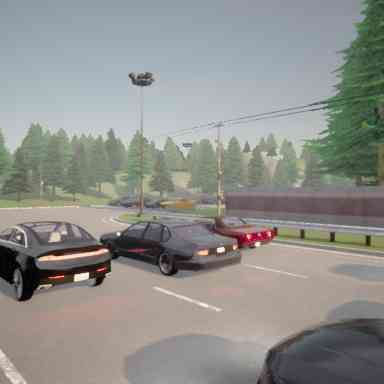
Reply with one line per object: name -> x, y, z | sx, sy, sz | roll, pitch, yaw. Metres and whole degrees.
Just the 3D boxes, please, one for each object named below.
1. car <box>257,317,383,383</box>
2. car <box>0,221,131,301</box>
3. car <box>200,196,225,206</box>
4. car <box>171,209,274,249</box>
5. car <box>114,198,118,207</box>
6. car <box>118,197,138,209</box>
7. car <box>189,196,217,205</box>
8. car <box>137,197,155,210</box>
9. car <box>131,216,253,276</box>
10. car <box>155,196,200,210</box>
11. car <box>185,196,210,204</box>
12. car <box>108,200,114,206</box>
car -> 2.595, 1.505, 1.678 | 1.837, 1.490, 4.892 | 0, 0, -43
car -> -3.862, 1.491, 8.448 | 2.128, 1.511, 4.902 | 0, 0, -43
car -> 3.762, 1.563, 56.111 | 4.181, 1.385, 1.994 | 0, 0, -43
car -> 0.868, 1.601, 13.647 | 1.895, 1.301, 4.718 | 0, 0, -43
car -> -8.536, 1.504, 49.528 | 4.892, 1.490, 1.837 | 0, 0, -43
car -> -7.220, 1.477, 45.977 | 5.008, 1.535, 1.882 | 0, 0, -43
car -> 2.079, 1.489, 59.315 | 4.902, 1.511, 2.128 | 0, 0, -43
car -> -4.111, 1.547, 44.084 | 5.357, 1.411, 2.033 | 0, 0, -43
car -> -0.961, 1.547, 10.460 | 2.033, 1.411, 5.357 | 0, 0, -43
car -> -1.720, 1.477, 41.528 | 5.008, 1.535, 1.882 | 0, 0, -43
car -> 1.119, 1.506, 63.170 | 4.892, 1.490, 1.837 | 1, -1, -42
car -> -10.808, 1.504, 52.191 | 4.892, 1.490, 1.837 | 0, 0, -43
